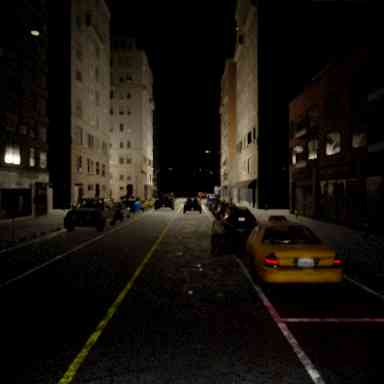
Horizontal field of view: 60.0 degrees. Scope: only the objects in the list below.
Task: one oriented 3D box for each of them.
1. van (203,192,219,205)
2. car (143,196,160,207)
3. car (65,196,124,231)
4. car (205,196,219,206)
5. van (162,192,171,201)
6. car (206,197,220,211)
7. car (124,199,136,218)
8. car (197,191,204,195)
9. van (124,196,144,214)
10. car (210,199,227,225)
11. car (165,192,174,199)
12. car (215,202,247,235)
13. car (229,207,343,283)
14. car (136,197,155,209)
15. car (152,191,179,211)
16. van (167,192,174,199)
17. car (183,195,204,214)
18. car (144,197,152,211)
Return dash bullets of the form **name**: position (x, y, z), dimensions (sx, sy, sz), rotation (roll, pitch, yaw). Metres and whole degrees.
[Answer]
- **van**: position (2.674, 1.168, 42.612), dimensions (1.690, 1.788, 3.998), rotation (0, 0, 0)
- **car**: position (-5.850, 1.350, 48.265), dimensions (2.008, 1.369, 4.403), rotation (0, 0, 0)
- **car**: position (-5.855, 1.238, 19.923), dimensions (2.192, 1.841, 5.009), rotation (0, 0, 0)
- **car**: position (2.674, 1.436, 36.943), dimensions (1.802, 1.307, 4.206), rotation (0, 0, 0)
- **van**: position (-5.846, 1.005, 75.460), dimensions (1.690, 1.788, 3.998), rotation (0, 0, 0)
- **car**: position (2.672, 1.429, 31.273), dimensions (2.008, 1.369, 4.403), rotation (0, 0, 0)
- **car**: position (-5.854, 1.451, 25.592), dimensions (2.008, 1.369, 4.403), rotation (0, 0, 0)
- **car**: position (2.680, 1.104, 75.476), dimensions (1.967, 1.590, 4.097), rotation (0, 0, 0)
- **van**: position (-5.854, 1.220, 31.259), dimensions (1.690, 1.788, 3.998), rotation (0, 0, 0)
- **car**: position (2.671, 1.466, 25.604), dimensions (1.947, 1.339, 4.313), rotation (0, 0, 0)
- **car**: position (-5.844, 0.919, 86.632), dimensions (2.192, 1.841, 5.009), rotation (0, 0, 0)
- **car**: position (2.671, 1.488, 19.935), dimensions (1.947, 1.339, 4.313), rotation (0, 0, 0)
- **car**: position (2.352, 1.420, 9.427), dimensions (1.801, 1.575, 5.366), rotation (0, 0, 0)
- **car**: position (-5.851, 1.353, 42.428), dimensions (1.752, 1.417, 4.829), rotation (0, 0, 0)
- **car**: position (-3.075, 1.067, 38.613), dimensions (2.150, 2.045, 5.566), rotation (0, 0, 0)
- **van**: position (-5.843, 0.913, 92.217), dimensions (1.690, 1.788, 3.998), rotation (0, 0, 0)
- **car**: position (0.065, 1.392, 34.052), dimensions (1.812, 1.442, 4.674), rotation (0, 0, 0)
- **car**: position (-5.852, 1.380, 36.759), dimensions (1.752, 1.417, 4.829), rotation (0, 0, 0)
